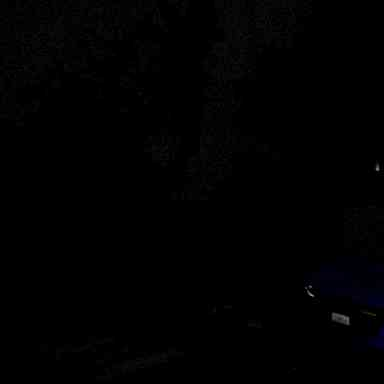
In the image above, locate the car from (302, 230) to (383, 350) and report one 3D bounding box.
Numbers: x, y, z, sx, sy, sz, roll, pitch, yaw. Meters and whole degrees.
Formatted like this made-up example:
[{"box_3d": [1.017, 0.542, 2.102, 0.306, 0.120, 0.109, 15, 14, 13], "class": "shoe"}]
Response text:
[{"box_3d": [4.033, 1.434, 5.983, 5.008, 1.535, 1.882, 0, 0, -36], "class": "car"}]
